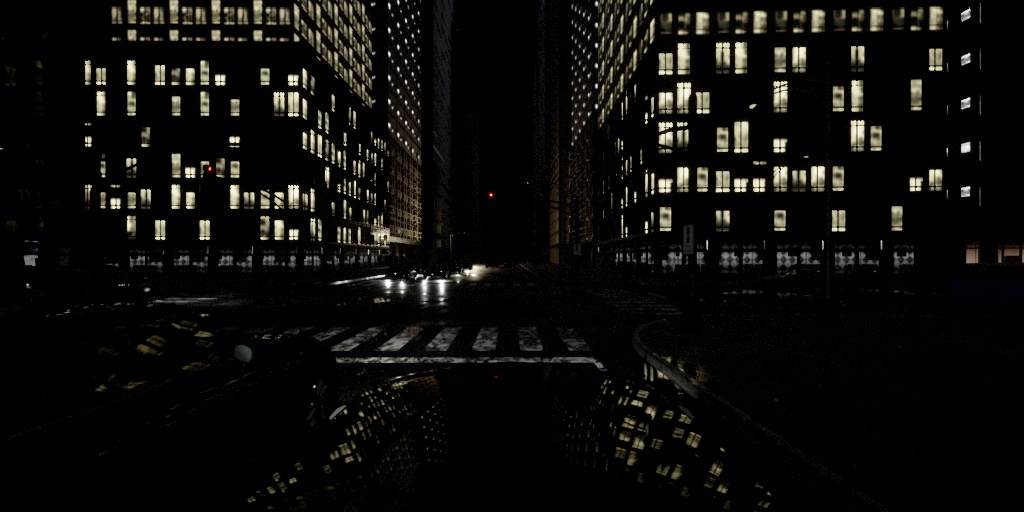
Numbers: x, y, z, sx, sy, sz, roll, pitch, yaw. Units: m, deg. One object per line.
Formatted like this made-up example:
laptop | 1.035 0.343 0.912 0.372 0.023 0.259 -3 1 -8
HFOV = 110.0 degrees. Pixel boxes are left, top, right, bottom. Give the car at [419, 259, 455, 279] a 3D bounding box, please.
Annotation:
car | -6.797 1.305 32.938 1.812 1.442 4.674 0 0 0

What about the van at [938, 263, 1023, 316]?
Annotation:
van | 18.289 1.119 12.760 3.998 1.789 1.690 0 0 2

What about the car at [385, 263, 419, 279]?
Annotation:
car | -10.048 1.343 32.782 1.994 1.385 4.181 0 0 0

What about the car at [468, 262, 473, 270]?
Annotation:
car | -6.912 1.389 52.790 1.994 1.385 4.181 0 0 0

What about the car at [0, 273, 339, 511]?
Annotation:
car | -3.155 1.102 2.543 2.097 1.767 4.553 0 0 0

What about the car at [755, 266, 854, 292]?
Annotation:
car | 16.966 1.293 20.923 4.829 1.417 1.751 0 0 2

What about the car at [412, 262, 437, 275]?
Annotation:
car | -10.097 1.360 41.690 1.994 1.385 4.181 0 0 0

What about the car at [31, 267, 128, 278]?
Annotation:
car | -18.822 1.250 16.213 4.902 1.511 2.128 0 0 3

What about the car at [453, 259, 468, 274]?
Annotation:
car | -6.861 1.276 42.811 1.882 1.535 5.008 0 0 0

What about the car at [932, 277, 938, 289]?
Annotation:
car | 26.803 1.356 20.502 4.207 1.307 1.802 0 0 2

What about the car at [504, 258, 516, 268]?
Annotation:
car | -0.396 1.425 63.814 1.994 1.385 4.181 0 0 0

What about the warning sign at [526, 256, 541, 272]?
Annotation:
warning sign | 2.601 0.909 40.818 1.300 1.860 1.060 0 0 0

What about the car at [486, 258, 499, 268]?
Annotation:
car | -3.540 1.213 63.634 2.097 1.767 4.553 0 0 -1
